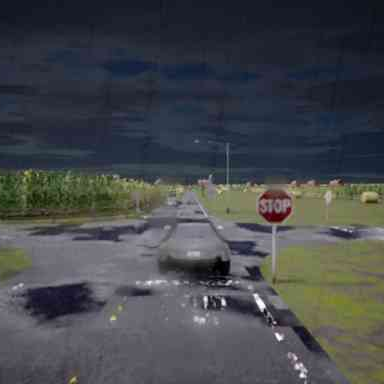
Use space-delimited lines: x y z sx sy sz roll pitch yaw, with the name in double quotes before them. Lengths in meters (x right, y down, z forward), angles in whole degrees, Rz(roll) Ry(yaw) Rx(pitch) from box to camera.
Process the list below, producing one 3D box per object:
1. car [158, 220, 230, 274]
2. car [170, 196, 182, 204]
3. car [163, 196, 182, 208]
"car" 0.062 1.562 10.517 1.994 1.385 4.181 0 0 0
"car" -2.844 1.455 61.607 1.994 1.385 4.181 0 0 0
"car" -2.863 1.427 45.934 2.128 1.511 4.902 0 0 0
